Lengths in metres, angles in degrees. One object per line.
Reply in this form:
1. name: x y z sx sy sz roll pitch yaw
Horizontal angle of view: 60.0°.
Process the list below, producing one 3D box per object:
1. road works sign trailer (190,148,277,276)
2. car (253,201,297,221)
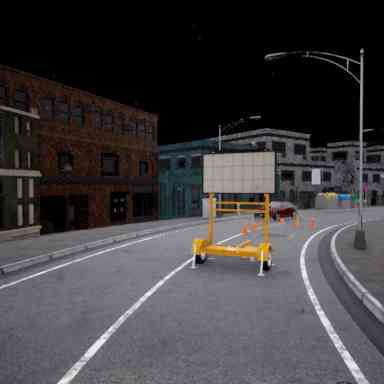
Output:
1. road works sign trailer: 1.522 0.461 10.620 2.380 3.560 2.880 0 0 24
2. car: 6.853 1.463 27.074 1.882 1.535 5.008 1 0 41
